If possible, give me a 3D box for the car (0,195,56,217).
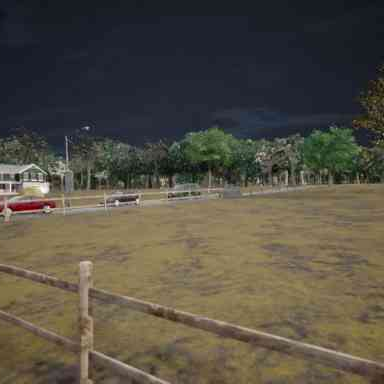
[{"bbox_3d":[-13.172,1.025,25.892,1.882,1.535,5.008,-3,1,35],"label":"car"}]

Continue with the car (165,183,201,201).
[{"bbox_3d":[-1.071,-0.035,42.864,2.150,2.045,5.566,-3,1,36],"label":"car"}]

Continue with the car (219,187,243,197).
[{"bbox_3d":[5.566,-0.088,47.099,1.994,1.385,4.181,-3,1,36],"label":"car"}]

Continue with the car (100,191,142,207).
[{"bbox_3d":[-7.240,0.662,34.208,1.837,1.490,4.892,-3,1,36],"label":"car"}]
